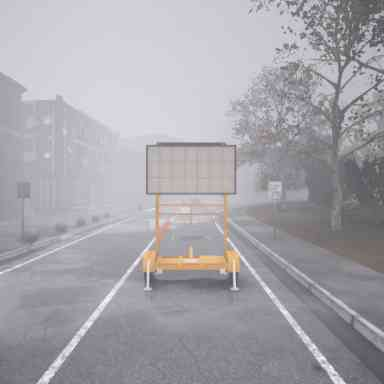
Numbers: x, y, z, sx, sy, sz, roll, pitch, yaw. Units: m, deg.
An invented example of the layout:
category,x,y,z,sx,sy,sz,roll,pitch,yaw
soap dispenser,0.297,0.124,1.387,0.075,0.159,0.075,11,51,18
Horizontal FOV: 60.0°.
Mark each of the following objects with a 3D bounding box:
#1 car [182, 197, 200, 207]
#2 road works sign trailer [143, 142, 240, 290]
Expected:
category,x,y,z,sx,sy,sz,roll,pitch,yaw
car,-0.104,1.466,51.638,2.128,1.511,4.902,-1,0,18
road works sign trailer,-0.022,0.466,9.028,2.380,3.560,2.880,0,0,0
